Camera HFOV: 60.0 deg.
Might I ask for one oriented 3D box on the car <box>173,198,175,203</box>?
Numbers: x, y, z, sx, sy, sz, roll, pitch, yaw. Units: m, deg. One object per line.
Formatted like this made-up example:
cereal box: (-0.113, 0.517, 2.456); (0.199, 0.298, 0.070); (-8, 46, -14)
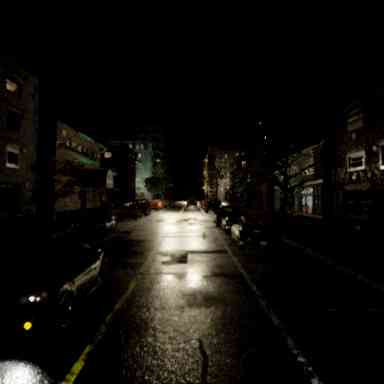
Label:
car: (-5.792, 2.454, 82.720); (2.008, 1.369, 4.403); (1, -1, 0)

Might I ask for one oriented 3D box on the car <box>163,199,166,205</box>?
car: (-5.673, 2.017, 53.414); (1.967, 1.590, 4.097); (1, -1, 0)

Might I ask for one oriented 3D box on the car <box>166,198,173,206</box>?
car: (-5.740, 2.302, 71.486); (1.752, 1.417, 4.829); (1, -1, 0)

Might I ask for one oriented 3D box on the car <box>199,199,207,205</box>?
car: (2.841, 2.503, 85.637); (1.947, 1.339, 4.313); (0, -1, 0)

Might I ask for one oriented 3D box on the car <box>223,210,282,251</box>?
car: (2.700, 1.709, 14.680); (2.008, 1.369, 4.403); (1, -1, 0)

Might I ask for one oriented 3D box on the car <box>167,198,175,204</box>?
car: (-5.796, 2.466, 93.540); (1.967, 1.590, 4.097); (1, -1, 0)

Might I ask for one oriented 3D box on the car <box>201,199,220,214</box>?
car: (2.707, 1.772, 42.347); (2.192, 1.841, 5.009); (1, -1, 0)

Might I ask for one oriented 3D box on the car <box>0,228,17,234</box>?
car: (-5.681, 1.680, 9.150); (1.802, 1.307, 4.206); (1, -1, 0)

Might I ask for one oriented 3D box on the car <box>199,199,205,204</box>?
car: (2.842, 2.622, 94.637); (1.802, 1.307, 4.206); (0, -1, 0)

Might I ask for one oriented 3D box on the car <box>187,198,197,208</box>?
car: (0.011, 2.163, 60.698); (1.837, 1.490, 4.892); (0, -1, 0)

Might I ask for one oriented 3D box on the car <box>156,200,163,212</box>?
car: (-5.676, 2.099, 47.879); (1.802, 1.307, 4.206); (1, -1, 0)

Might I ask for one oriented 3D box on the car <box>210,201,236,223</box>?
car: (2.703, 1.717, 25.747); (1.967, 1.590, 4.097); (1, -1, 0)

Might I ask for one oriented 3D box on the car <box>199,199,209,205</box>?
car: (2.811, 2.403, 78.092); (2.008, 1.369, 4.403); (0, -1, 0)

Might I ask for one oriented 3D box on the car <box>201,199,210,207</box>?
car: (2.770, 2.286, 69.872); (1.752, 1.417, 4.829); (0, -1, 0)

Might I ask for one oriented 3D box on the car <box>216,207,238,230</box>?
car: (2.700, 1.800, 20.213); (1.802, 1.307, 4.206); (1, -1, 0)

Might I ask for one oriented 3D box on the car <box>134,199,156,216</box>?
car: (-5.675, 1.710, 36.817); (2.192, 1.841, 5.009); (1, -1, 0)

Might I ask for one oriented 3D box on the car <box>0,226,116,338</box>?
car: (-3.092, 1.638, 6.777); (1.994, 1.385, 4.181); (0, -1, 0)

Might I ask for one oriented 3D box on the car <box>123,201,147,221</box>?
car: (-5.677, 1.859, 31.111); (1.752, 1.417, 4.829); (1, -1, 0)

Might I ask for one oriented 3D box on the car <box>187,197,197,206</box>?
car: (0.012, 2.038, 71.090); (2.097, 1.767, 4.553); (0, -1, 0)

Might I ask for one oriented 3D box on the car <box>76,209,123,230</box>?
car: (-5.680, 1.799, 20.216); (1.802, 1.307, 4.206); (1, -1, 0)

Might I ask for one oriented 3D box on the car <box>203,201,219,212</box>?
car: (2.705, 2.083, 47.876); (1.947, 1.339, 4.313); (1, -1, 0)
